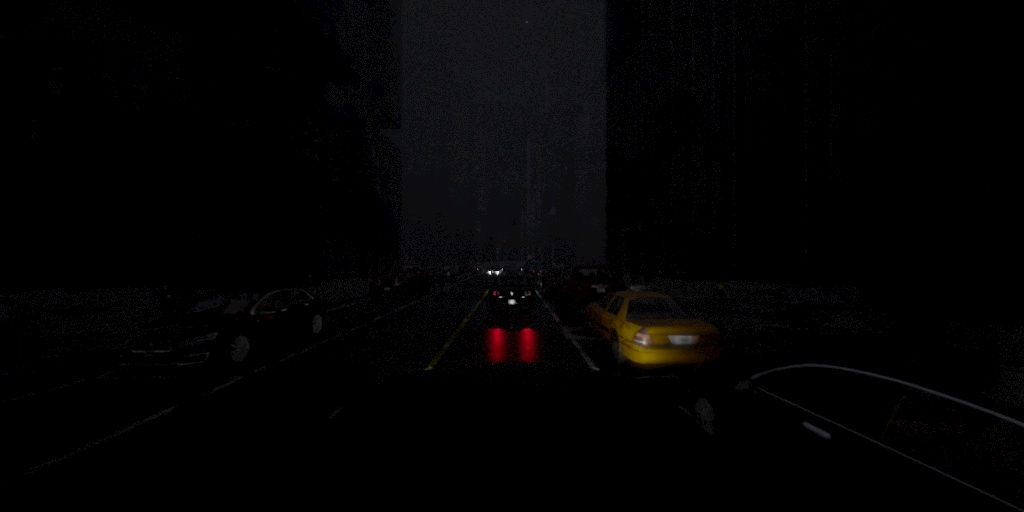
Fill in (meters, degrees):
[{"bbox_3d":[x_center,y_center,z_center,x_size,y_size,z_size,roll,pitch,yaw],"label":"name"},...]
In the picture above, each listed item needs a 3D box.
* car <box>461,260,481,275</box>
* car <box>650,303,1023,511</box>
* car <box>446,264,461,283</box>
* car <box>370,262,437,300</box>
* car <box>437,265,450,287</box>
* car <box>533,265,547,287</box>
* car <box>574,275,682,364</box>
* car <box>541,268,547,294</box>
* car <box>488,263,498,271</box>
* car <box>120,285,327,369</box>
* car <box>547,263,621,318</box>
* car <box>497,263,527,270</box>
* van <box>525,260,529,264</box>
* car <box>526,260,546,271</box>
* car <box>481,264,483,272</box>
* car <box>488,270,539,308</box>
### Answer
[{"bbox_3d":[-5.770,1.489,47.091,2.192,1.841,5.009,0,0,0],"label":"car"},{"bbox_3d":[2.762,1.305,2.282,2.007,1.370,4.403,0,0,0],"label":"car"},{"bbox_3d":[-5.767,1.456,30.285,1.967,1.591,4.097,0,0,0],"label":"car"},{"bbox_3d":[-5.766,1.226,19.082,2.192,1.841,5.009,0,0,0],"label":"car"},{"bbox_3d":[-5.766,1.530,24.683,1.948,1.339,4.313,0,0,0],"label":"car"},{"bbox_3d":[2.759,1.530,24.688,1.948,1.339,4.313,0,0,0],"label":"car"},{"bbox_3d":[2.762,1.332,8.053,1.751,1.417,4.829,0,0,0],"label":"car"},{"bbox_3d":[2.760,1.494,19.087,1.802,1.307,4.207,0,0,0],"label":"car"},{"bbox_3d":[-3.013,1.874,61.283,1.994,1.385,4.181,0,-1,0],"label":"car"},{"bbox_3d":[-5.764,1.358,7.878,2.007,1.370,4.403,0,0,0],"label":"car"},{"bbox_3d":[2.761,1.174,13.485,2.192,1.841,5.009,0,0,0],"label":"car"},{"bbox_3d":[0.000,1.589,31.191,1.994,1.385,4.181,0,0,0],"label":"car"},{"bbox_3d":[2.756,1.462,41.493,1.690,1.789,3.998,0,0,0],"label":"van"},{"bbox_3d":[2.757,1.509,35.891,1.967,1.591,4.097,0,0,0],"label":"car"},{"bbox_3d":[-5.771,1.753,52.523,1.751,1.417,4.829,0,0,0],"label":"car"},{"bbox_3d":[0.000,1.483,15.956,1.895,1.301,4.718,0,0,0],"label":"car"}]
